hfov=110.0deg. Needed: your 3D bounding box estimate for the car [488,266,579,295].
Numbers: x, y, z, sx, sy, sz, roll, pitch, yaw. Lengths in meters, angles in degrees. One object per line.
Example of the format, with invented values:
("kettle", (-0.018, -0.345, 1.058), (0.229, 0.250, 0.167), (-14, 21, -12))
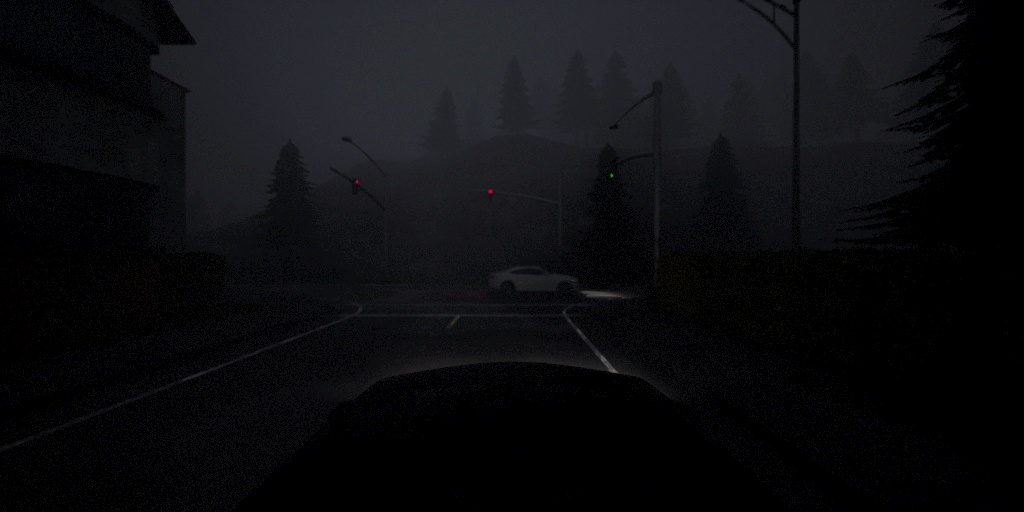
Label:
("car", (1.105, 1.231, 18.657), (4.674, 1.442, 1.812), (0, 0, 1))
